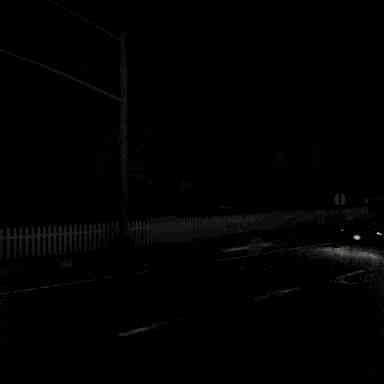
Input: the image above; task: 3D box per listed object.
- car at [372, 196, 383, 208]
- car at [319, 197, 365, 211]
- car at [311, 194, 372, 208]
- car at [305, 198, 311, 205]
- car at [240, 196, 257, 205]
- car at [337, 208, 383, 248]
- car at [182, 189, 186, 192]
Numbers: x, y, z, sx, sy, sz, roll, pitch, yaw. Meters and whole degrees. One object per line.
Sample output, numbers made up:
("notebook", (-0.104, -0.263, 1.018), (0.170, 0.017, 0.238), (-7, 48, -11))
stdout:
("car", (24.322, 1.347, 41.426), (2.097, 1.767, 4.553), (0, 0, -37))
("car", (19.106, 1.483, 42.510), (2.128, 1.511, 4.902), (0, 0, -37))
("car", (17.383, 1.218, 38.987), (2.150, 2.045, 5.566), (0, 0, -37))
("car", (18.797, 1.447, 48.711), (1.882, 1.535, 5.008), (0, 1, -37))
("car", (8.997, 0.990, 50.058), (2.150, 2.045, 5.566), (0, 2, -37))
("car", (7.965, 1.564, 13.931), (4.181, 1.385, 1.994), (0, 0, -35))
("car", (0.015, 0.152, 62.077), (1.837, 1.490, 4.892), (0, 6, -36))
